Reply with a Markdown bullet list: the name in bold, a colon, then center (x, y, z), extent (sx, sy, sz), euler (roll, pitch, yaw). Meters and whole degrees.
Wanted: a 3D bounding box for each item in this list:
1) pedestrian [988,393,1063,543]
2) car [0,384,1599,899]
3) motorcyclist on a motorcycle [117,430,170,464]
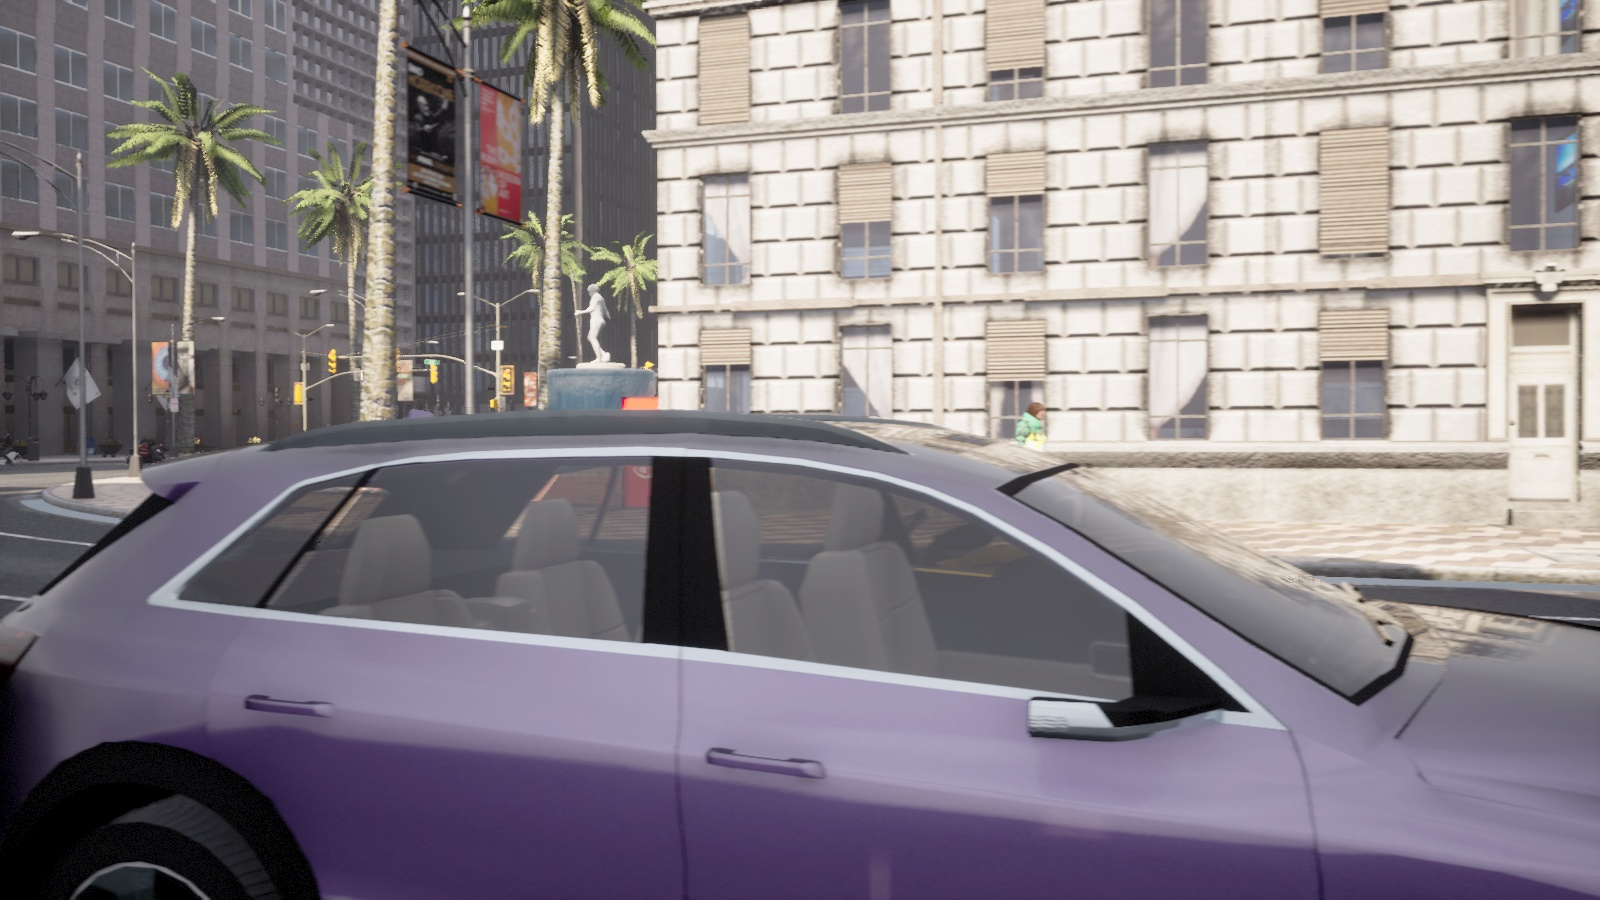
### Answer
- **pedestrian**: center (3.035, 0.227, 16.854), extent (0.873, 1.952, 0.659), euler (1, 1, 20)
- **car**: center (0.130, 0.707, 3.160), extent (4.856, 1.649, 2.033), euler (0, 1, 19)
- **motorcyclist on a motorcycle**: center (-30.206, -0.151, 57.810), extent (0.866, 1.530, 2.191), euler (1, 1, 18)
